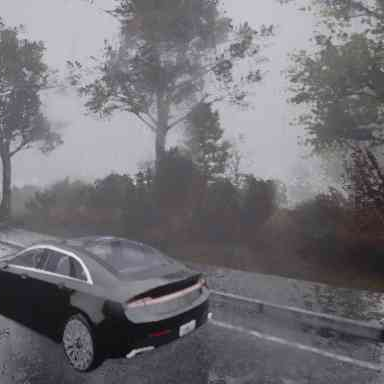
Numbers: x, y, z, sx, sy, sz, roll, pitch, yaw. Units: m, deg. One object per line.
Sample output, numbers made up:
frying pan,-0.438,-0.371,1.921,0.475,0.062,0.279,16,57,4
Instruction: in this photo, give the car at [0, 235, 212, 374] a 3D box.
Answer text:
car,-1.969,1.508,5.701,4.902,1.511,2.128,0,0,38
